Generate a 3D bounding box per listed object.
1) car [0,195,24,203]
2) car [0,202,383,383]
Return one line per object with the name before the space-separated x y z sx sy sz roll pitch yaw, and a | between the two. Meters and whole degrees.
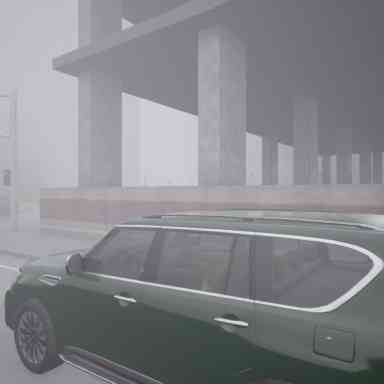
car | -17.805 1.277 28.361 2.150 2.045 5.566 0 0 32
car | 0.051 1.221 3.948 5.566 2.045 2.150 0 0 36
